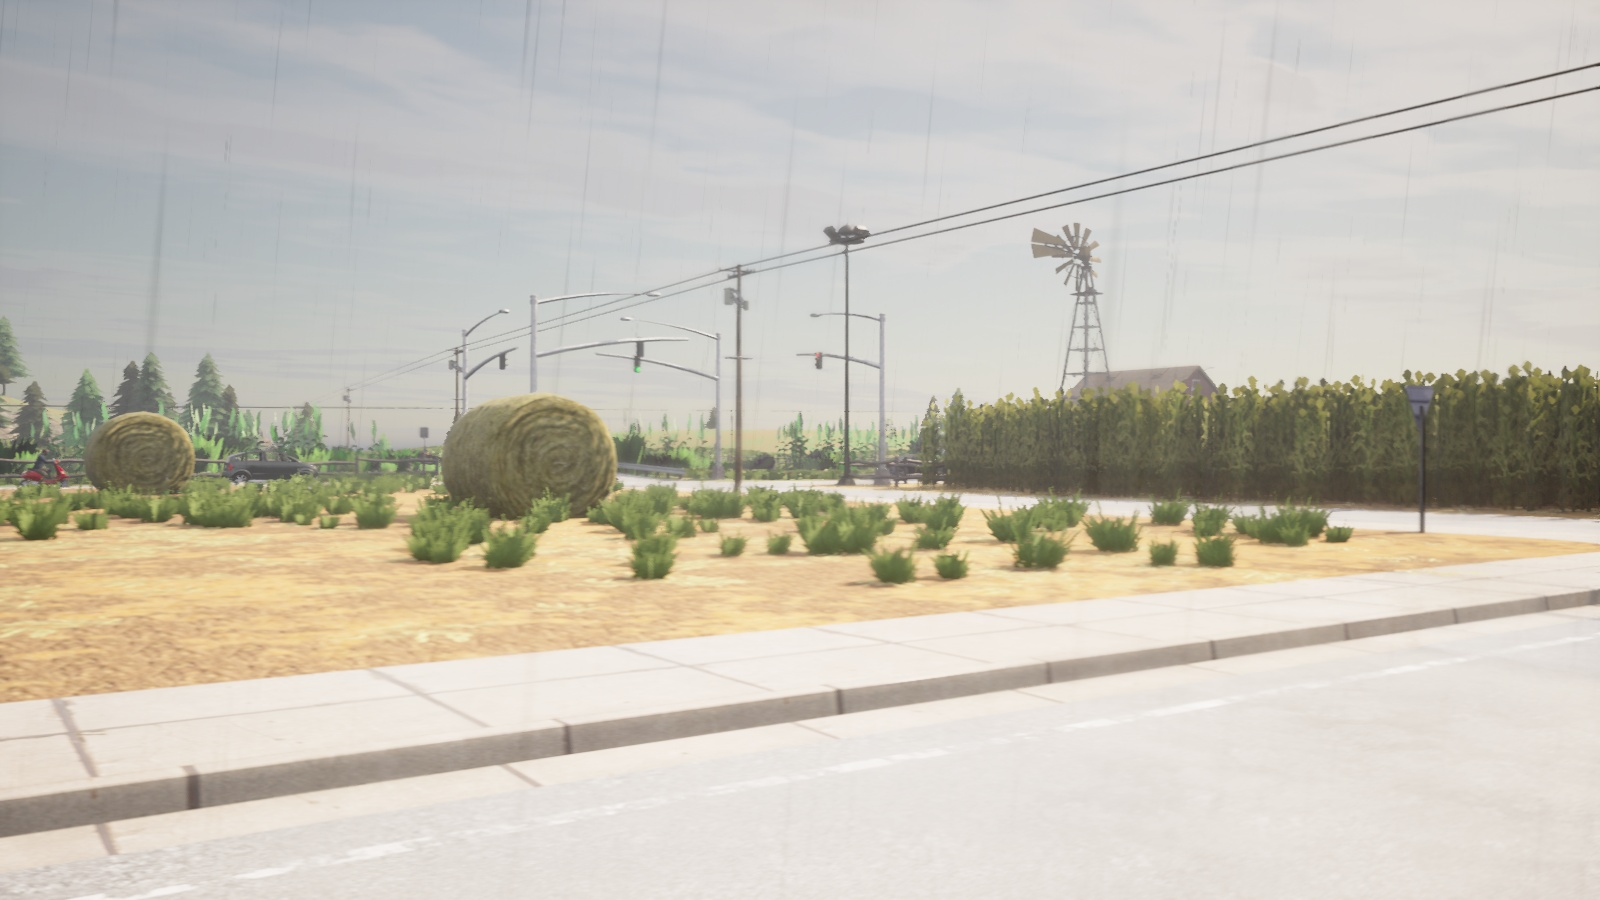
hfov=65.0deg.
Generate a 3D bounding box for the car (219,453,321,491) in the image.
[{"bbox_3d":[-22.222,0.891,52.689,3.705,1.549,1.789,0,0,-31],"label":"car"}]

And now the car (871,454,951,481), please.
[{"bbox_3d":[6.207,0.944,69.998,4.193,1.474,1.816,0,0,-34],"label":"car"}]

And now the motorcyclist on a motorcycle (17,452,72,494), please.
[{"bbox_3d":[-29.181,0.871,48.503,1.817,1.590,0.866,0,0,-31],"label":"motorcyclist on a motorcycle"}]
